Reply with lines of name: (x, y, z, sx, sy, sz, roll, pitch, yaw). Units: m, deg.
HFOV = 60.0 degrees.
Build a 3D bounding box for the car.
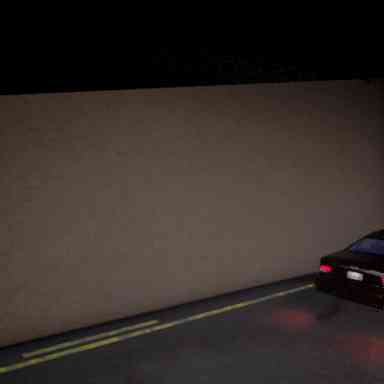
car: (4.951, 1.529, 7.351, 5.357, 1.411, 2.033, 0, 0, -35)
